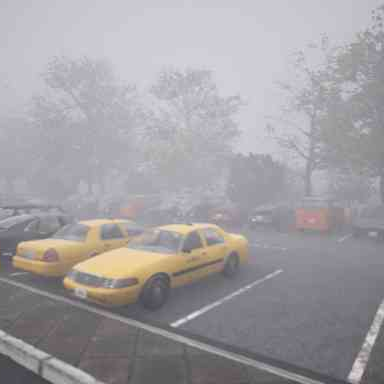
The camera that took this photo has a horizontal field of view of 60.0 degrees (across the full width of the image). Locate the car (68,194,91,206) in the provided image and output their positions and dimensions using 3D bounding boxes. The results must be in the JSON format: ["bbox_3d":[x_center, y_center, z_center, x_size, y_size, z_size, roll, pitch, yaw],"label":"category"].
[{"bbox_3d":[-8.253,1.184,30.148,2.435,2.045,5.566,0,0,36],"label":"car"}]

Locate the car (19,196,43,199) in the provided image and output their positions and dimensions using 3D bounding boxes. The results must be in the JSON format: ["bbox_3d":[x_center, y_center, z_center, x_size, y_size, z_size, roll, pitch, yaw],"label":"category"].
[{"bbox_3d":[-14.977,1.435,35.034,2.097,1.535,5.008,0,0,36],"label":"car"}]

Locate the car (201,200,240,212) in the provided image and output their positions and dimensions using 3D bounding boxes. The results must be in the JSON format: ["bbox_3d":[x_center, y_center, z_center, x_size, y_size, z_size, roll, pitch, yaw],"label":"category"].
[{"bbox_3d":[3.004,1.475,22.085,2.163,1.488,4.792,0,0,36],"label":"car"}]

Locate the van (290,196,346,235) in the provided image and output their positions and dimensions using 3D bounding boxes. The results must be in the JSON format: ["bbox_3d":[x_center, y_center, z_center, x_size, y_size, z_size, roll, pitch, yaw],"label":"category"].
[{"bbox_3d":[7.443,1.249,18.986,1.878,1.987,4.442,0,0,36],"label":"van"}]

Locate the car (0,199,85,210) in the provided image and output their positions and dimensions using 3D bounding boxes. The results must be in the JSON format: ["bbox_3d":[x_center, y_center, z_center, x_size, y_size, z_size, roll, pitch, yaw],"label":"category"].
[{"bbox_3d":[-6.949,1.318,13.142,2.185,1.767,4.553,0,0,36],"label":"car"}]

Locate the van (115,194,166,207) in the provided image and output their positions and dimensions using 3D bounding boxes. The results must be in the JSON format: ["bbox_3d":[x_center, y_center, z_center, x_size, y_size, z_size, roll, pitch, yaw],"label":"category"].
[{"bbox_3d":[-3.678,1.210,27.021,1.878,1.987,4.442,0,0,36],"label":"van"}]

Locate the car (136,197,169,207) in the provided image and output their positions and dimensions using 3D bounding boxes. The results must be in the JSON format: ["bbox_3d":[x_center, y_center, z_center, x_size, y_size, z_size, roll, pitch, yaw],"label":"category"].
[{"bbox_3d":[-1.498,1.436,25.309,2.097,1.535,5.008,0,0,36],"label":"car"}]

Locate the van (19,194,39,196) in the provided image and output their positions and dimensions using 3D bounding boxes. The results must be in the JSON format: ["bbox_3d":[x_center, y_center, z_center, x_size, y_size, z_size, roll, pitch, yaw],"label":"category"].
[{"bbox_3d":[-19.498,1.209,38.451,1.878,1.987,4.442,0,0,36],"label":"van"}]

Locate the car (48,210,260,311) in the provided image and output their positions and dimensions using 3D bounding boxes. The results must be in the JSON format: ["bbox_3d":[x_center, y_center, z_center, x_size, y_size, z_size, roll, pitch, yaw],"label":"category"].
[{"bbox_3d":[-0.429,1.477,8.164,1.946,1.575,5.366,1,0,36],"label":"car"}]

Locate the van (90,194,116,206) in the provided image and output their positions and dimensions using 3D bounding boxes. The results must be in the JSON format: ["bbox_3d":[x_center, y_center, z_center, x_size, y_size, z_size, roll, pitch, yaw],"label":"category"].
[{"bbox_3d":[-6.061,1.210,28.454,1.878,1.987,4.442,0,0,36],"label":"van"}]

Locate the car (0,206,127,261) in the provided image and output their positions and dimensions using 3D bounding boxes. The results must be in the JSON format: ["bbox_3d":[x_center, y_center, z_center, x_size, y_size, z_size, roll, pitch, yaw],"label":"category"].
[{"bbox_3d":[-4.718,1.451,11.484,2.231,1.521,4.892,0,0,36],"label":"car"}]

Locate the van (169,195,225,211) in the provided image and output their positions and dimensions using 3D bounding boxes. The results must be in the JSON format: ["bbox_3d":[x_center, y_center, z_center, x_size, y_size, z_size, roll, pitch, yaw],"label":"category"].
[{"bbox_3d":[0.694,1.213,23.585,1.878,1.987,4.442,0,0,35],"label":"van"}]

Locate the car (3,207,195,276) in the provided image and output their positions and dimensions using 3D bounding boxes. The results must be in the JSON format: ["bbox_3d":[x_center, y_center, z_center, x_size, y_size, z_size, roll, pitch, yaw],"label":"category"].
[{"bbox_3d":[-2.362,1.459,10.019,1.946,1.575,5.366,0,0,36],"label":"car"}]

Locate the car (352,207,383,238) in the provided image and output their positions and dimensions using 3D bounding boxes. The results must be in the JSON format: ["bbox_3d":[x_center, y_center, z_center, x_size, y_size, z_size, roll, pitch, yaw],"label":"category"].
[{"bbox_3d":[9.702,1.528,17.175,2.163,1.488,4.792,1,0,36],"label":"car"}]

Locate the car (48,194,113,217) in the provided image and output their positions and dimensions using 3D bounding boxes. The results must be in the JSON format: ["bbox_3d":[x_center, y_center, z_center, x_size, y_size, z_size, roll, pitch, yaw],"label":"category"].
[{"bbox_3d":[-10.499,1.184,31.770,2.435,2.045,5.566,0,0,36],"label":"car"}]

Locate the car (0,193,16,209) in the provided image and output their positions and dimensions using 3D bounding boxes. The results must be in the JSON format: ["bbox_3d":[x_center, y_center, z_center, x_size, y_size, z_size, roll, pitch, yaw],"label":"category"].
[{"bbox_3d":[-26.319,1.183,43.200,2.435,2.045,5.566,0,0,36],"label":"car"}]

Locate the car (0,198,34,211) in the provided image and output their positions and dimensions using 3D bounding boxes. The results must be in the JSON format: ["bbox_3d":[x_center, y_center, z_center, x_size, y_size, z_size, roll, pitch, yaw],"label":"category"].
[{"bbox_3d":[-21.711,1.475,39.903,2.002,1.452,4.674,0,0,36],"label":"car"}]

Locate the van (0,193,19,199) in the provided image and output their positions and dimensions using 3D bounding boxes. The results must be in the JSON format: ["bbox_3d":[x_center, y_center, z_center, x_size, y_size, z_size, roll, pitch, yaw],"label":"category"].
[{"bbox_3d":[-11.397,1.215,16.462,1.878,1.987,4.442,0,0,36],"label":"van"}]

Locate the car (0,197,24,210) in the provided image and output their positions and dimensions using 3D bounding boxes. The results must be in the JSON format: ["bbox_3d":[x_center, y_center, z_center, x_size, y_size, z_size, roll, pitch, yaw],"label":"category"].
[{"bbox_3d":[-23.959,1.435,41.523,2.097,1.535,5.008,0,0,36],"label":"car"}]

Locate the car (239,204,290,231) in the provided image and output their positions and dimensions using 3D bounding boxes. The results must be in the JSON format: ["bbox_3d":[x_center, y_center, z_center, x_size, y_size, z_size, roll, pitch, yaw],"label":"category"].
[{"bbox_3d":[5.144,1.487,20.539,2.163,1.488,4.792,0,0,36],"label":"car"}]
